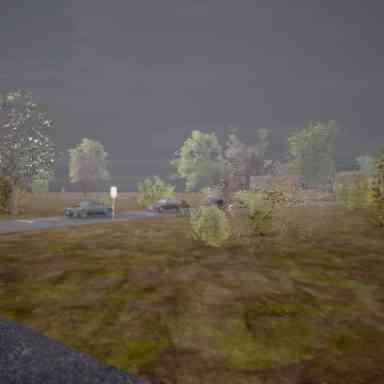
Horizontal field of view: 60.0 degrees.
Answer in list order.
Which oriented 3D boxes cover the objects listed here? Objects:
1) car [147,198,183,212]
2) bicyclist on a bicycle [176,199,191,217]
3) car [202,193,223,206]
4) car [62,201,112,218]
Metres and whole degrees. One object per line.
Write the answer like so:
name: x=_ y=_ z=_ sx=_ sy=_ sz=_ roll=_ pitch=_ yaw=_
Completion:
car: x=-2.946 y=1.461 z=37.319 sx=1.812 sy=1.442 sz=4.674 roll=0 pitch=0 yaw=38
bicyclist on a bicycle: x=-0.771 y=1.410 z=29.776 sx=1.656 sy=1.620 sz=0.582 roll=0 pitch=0 yaw=37
car: x=3.433 y=1.166 z=45.369 sx=2.150 sy=2.045 sz=5.566 roll=0 pitch=0 yaw=39
car: x=-9.102 y=1.492 z=29.132 sx=1.994 sy=1.385 sz=4.181 roll=0 pitch=0 yaw=37
